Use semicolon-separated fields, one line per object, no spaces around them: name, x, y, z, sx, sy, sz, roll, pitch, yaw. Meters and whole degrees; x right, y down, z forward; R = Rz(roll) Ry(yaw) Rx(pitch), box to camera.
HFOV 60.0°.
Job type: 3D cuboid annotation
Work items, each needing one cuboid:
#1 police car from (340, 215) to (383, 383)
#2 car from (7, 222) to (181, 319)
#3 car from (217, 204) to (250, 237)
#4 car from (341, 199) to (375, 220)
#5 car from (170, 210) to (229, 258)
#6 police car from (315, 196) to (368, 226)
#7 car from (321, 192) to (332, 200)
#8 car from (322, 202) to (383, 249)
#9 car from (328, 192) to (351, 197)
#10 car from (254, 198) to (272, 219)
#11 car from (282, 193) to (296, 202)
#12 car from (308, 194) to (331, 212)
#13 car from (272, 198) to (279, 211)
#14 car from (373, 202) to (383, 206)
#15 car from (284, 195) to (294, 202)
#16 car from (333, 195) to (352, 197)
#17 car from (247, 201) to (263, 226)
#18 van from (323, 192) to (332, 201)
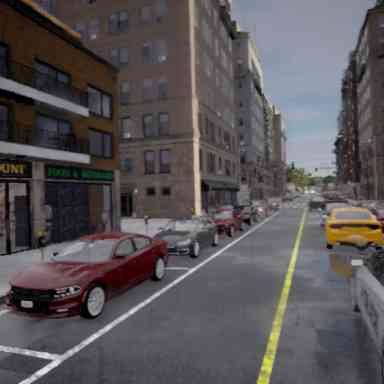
police car;3.317;1.357;4.413;1.930;1.638;5.238;-2;0;20
car;-2.067;1.661;7.796;1.887;1.381;4.507;-2;0;20
car;1.737;1.619;18.506;1.887;1.381;4.507;-2;0;20
car;13.099;1.331;26.529;1.887;1.381;4.507;-2;0;20
car;-0.165;1.646;13.151;2.008;1.369;4.403;-2;0;20
police car;8.554;1.301;19.502;1.930;1.638;5.238;-2;0;17
car;31.527;0.891;78.276;2.192;1.841;5.009;-2;0;20
car;6.538;1.380;13.794;1.882;1.535;5.008;-2;-1;21
car;16.896;1.059;37.239;2.192;1.841;5.009;-2;0;20
car;5.538;1.472;29.215;1.967;1.590;4.097;-2;0;20
car;20.208;1.181;70.616;2.192;1.841;5.009;-2;0;20
car;13.943;1.307;36.749;1.882;1.535;5.008;-2;0;20
car;9.342;1.429;39.924;1.967;1.590;4.097;-2;0;20
car;9.295;1.374;15.820;1.887;1.381;4.507;-2;0;20
car;22.060;1.410;75.799;1.947;1.339;4.313;-2;0;20
car;15.002;1.316;31.883;2.008;1.369;4.403;-2;0;20
car;3.639;1.619;23.860;1.947;1.339;4.313;-2;0;20
van;29.690;0.938;73.088;1.690;1.788;3.998;-2;0;20
